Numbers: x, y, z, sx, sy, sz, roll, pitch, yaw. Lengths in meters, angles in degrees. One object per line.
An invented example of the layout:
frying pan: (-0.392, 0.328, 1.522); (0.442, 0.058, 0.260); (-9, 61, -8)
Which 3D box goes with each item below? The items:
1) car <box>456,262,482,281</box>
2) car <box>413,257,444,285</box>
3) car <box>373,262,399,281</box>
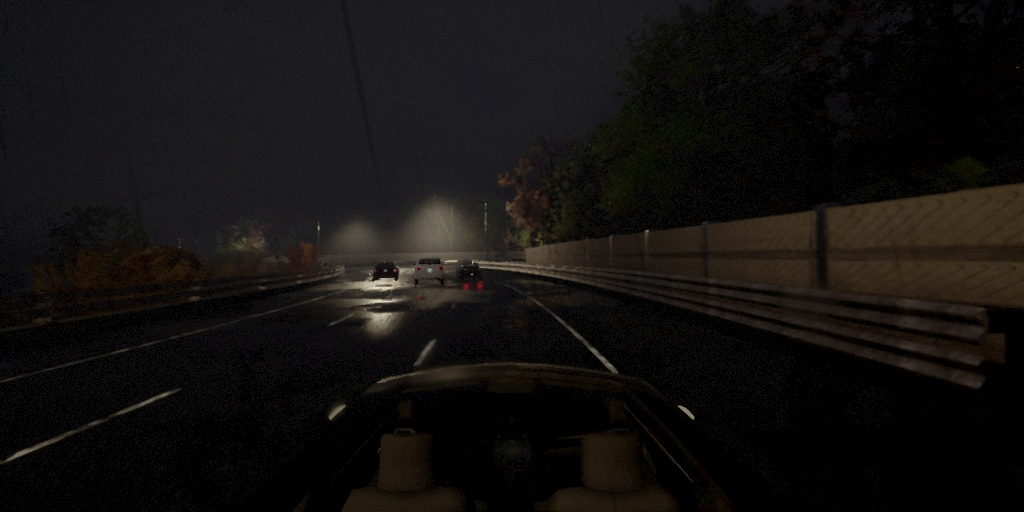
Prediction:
car: (-3.834, 1.307, 31.683); (2.128, 1.511, 4.902); (-1, 0, -14)
car: (-6.562, 1.085, 28.317); (2.150, 2.045, 5.566); (-1, 0, -14)
car: (-11.498, 1.302, 32.958); (2.097, 1.767, 4.553); (-1, 0, -16)
